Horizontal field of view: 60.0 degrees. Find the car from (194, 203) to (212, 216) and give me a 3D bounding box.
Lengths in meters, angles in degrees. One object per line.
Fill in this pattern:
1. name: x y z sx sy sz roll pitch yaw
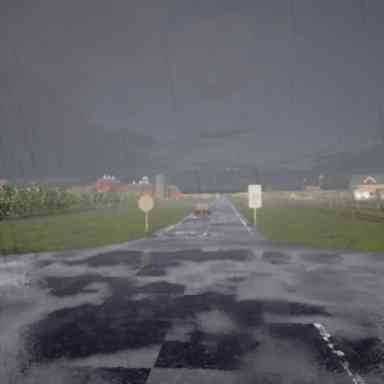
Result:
1. car: 1.318 2.015 39.647 1.882 1.535 5.008 -1 -1 6
